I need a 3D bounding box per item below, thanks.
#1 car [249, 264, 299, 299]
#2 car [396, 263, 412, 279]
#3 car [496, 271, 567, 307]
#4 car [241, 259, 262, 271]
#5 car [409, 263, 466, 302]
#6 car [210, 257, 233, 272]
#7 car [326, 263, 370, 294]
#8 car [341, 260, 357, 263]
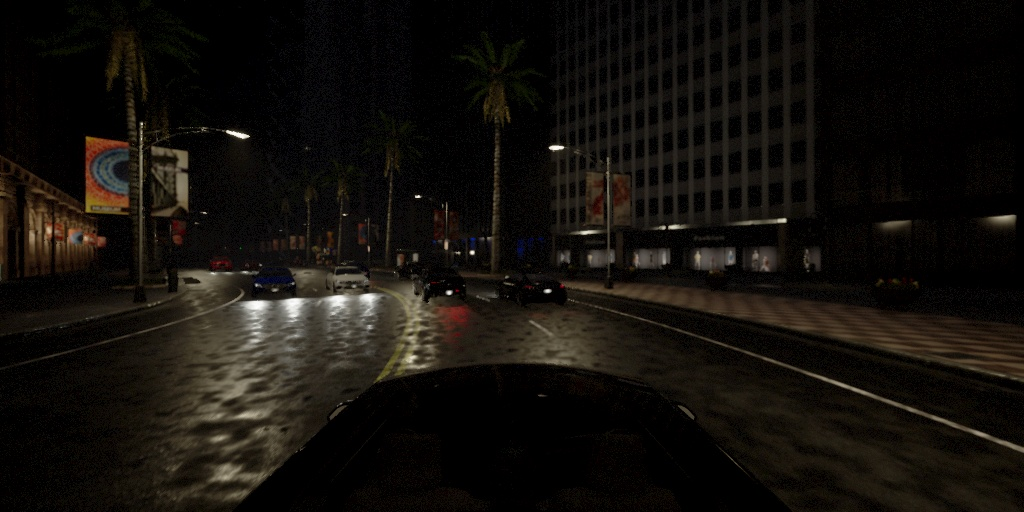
[{"bbox_3d":[-12.388,1.330,18.751,1.812,1.442,4.674,0,0,-34],"label":"car"},{"bbox_3d":[-8.395,1.310,30.927,1.837,1.490,4.892,0,0,-40],"label":"car"},{"bbox_3d":[0.722,1.326,15.708,1.994,1.385,4.181,0,0,-19],"label":"car"},{"bbox_3d":[-37.411,1.264,51.577,2.097,1.767,4.553,0,0,-43],"label":"car"},{"bbox_3d":[-3.579,1.281,17.300,1.837,1.490,4.892,1,0,-23],"label":"car"},{"bbox_3d":[-39.854,1.139,49.068,2.150,2.045,5.566,0,0,-43],"label":"car"},{"bbox_3d":[-9.599,1.324,20.835,1.812,1.442,4.674,0,0,-34],"label":"car"},{"bbox_3d":[-14.496,1.350,32.589,1.812,1.442,4.674,0,0,-42],"label":"car"}]
